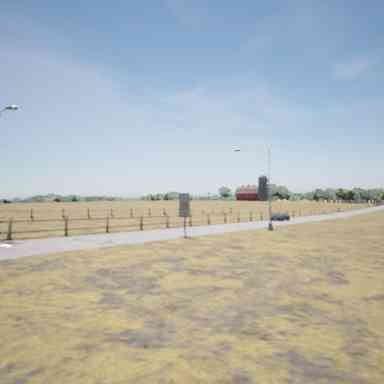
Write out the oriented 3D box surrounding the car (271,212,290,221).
[{"bbox_3d":[13.358,3.687,50.444,1.994,1.385,4.181,-2,-3,35],"label":"car"}]
